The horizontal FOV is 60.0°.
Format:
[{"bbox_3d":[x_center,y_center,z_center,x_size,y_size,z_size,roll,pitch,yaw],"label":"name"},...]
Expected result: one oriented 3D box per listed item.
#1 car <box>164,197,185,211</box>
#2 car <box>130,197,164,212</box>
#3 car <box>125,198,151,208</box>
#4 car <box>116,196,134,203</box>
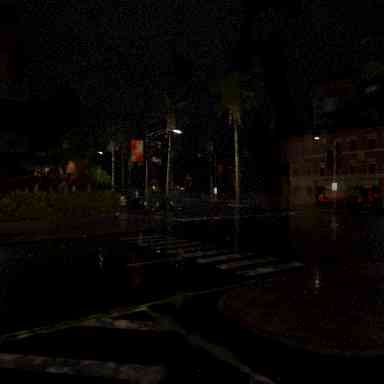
[{"bbox_3d":[-2.750,1.352,40.905,2.097,1.767,4.553,0,0,-35],"label":"car"},{"bbox_3d":[-5.585,1.352,38.846,2.097,1.767,4.553,0,0,-35],"label":"car"},{"bbox_3d":[-7.917,1.601,48.266,1.895,1.301,4.718,0,0,-35],"label":"car"},{"bbox_3d":[-13.873,1.522,68.696,1.812,1.442,4.674,0,0,-39],"label":"car"}]
